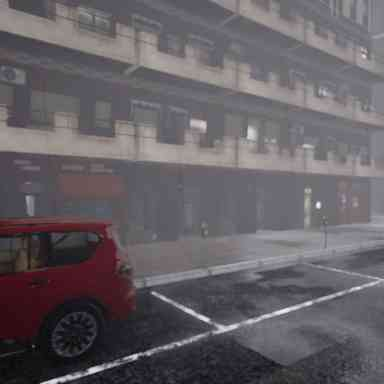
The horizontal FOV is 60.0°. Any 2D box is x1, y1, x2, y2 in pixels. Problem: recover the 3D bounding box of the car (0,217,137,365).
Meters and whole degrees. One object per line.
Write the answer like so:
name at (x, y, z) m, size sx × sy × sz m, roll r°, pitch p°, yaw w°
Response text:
car at (-3.154, 1.314, 4.305) m, size 5.009 × 1.841 × 2.192 m, roll 0°, pitch 0°, yaw -36°
